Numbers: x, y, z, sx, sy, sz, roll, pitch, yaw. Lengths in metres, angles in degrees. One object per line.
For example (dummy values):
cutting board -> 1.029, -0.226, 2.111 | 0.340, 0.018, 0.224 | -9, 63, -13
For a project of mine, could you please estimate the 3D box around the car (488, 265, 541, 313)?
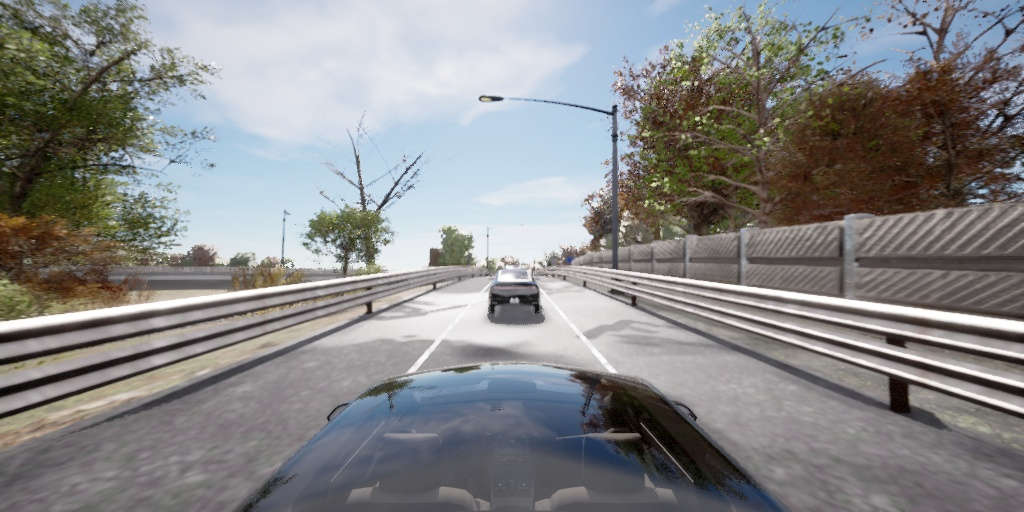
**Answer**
car -> 0.095, 1.276, 14.231 | 2.128, 1.511, 4.902 | 0, 0, 0

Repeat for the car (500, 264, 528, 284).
car -> 0.158, 1.466, 30.105 | 2.128, 1.511, 4.902 | 0, -1, 0
